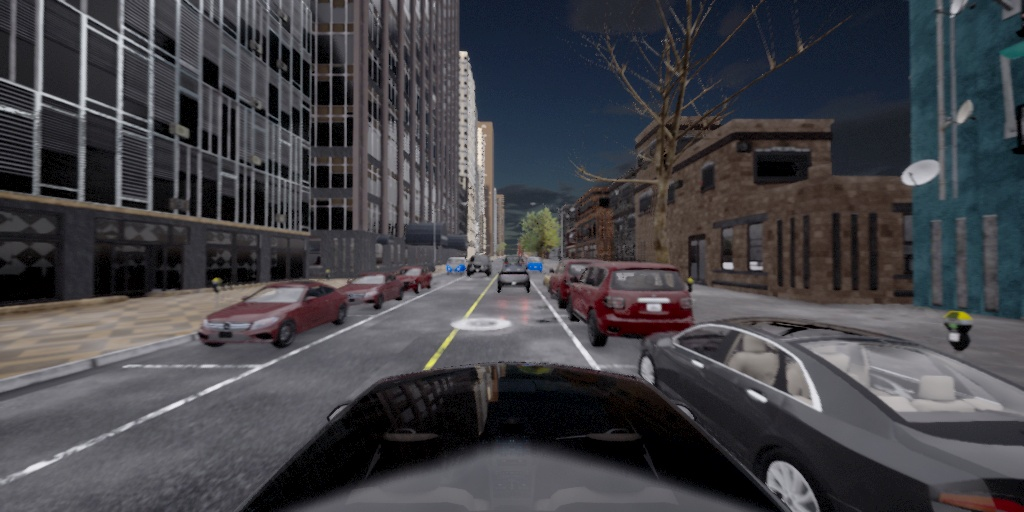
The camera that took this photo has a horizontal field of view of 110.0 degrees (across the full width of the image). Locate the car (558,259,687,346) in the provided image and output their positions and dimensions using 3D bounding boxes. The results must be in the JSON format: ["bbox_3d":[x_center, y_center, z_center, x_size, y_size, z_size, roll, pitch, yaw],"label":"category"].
[{"bbox_3d":[2.689,1.059,9.214,2.192,1.841,5.009,0,0,0],"label":"car"}]

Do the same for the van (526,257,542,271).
[{"bbox_3d":[2.682,1.037,42.496,1.690,1.789,3.998,0,0,0],"label":"van"}]

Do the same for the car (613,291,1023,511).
[{"bbox_3d":[2.690,1.299,3.668,2.007,1.370,4.403,0,0,0],"label":"car"}]

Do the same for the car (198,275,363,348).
[{"bbox_3d":[-5.692,1.326,9.212,1.802,1.307,4.207,0,0,0],"label":"car"}]

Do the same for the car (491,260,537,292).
[{"bbox_3d":[0.096,1.224,21.191,2.128,1.511,4.902,0,0,0],"label":"car"}]

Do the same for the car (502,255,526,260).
[{"bbox_3d":[0.091,0.923,40.328,2.150,2.045,5.566,0,0,0],"label":"car"}]

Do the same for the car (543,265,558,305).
[{"bbox_3d":[2.688,1.054,14.763,2.192,1.841,5.009,0,0,0],"label":"car"}]

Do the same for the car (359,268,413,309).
[{"bbox_3d":[-5.693,1.321,14.761,1.802,1.307,4.207,0,0,0],"label":"car"}]

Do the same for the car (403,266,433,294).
[{"bbox_3d":[-5.694,1.278,20.307,1.888,1.381,4.507,0,0,0],"label":"car"}]

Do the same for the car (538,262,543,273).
[{"bbox_3d":[2.687,1.258,20.480,1.751,1.417,4.829,0,0,0],"label":"car"}]

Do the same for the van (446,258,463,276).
[{"bbox_3d":[-5.697,1.047,36.947,1.690,1.789,3.998,0,0,0],"label":"van"}]

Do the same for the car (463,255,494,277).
[{"bbox_3d":[-3.104,0.931,35.004,2.150,2.045,5.566,0,0,0],"label":"car"}]
